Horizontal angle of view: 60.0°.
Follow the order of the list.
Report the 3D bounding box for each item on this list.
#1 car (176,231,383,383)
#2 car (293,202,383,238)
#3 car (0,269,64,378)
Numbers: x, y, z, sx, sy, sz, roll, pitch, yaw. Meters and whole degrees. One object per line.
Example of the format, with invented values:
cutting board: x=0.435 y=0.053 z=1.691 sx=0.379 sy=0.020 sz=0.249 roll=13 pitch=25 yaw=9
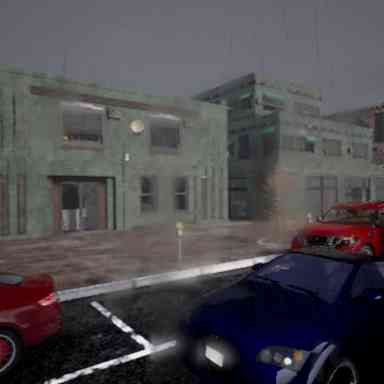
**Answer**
car: x=1.858 y=1.546 z=4.686 sx=4.181 sy=1.385 sz=1.994 roll=0 pitch=0 yaw=-35
car: x=5.276 y=1.270 z=10.333 sx=5.009 sy=1.841 sz=2.192 roll=0 pitch=0 yaw=-36
car: x=-3.746 y=1.586 z=3.890 sx=4.206 sy=1.307 sz=1.802 roll=0 pitch=0 yaw=-36
